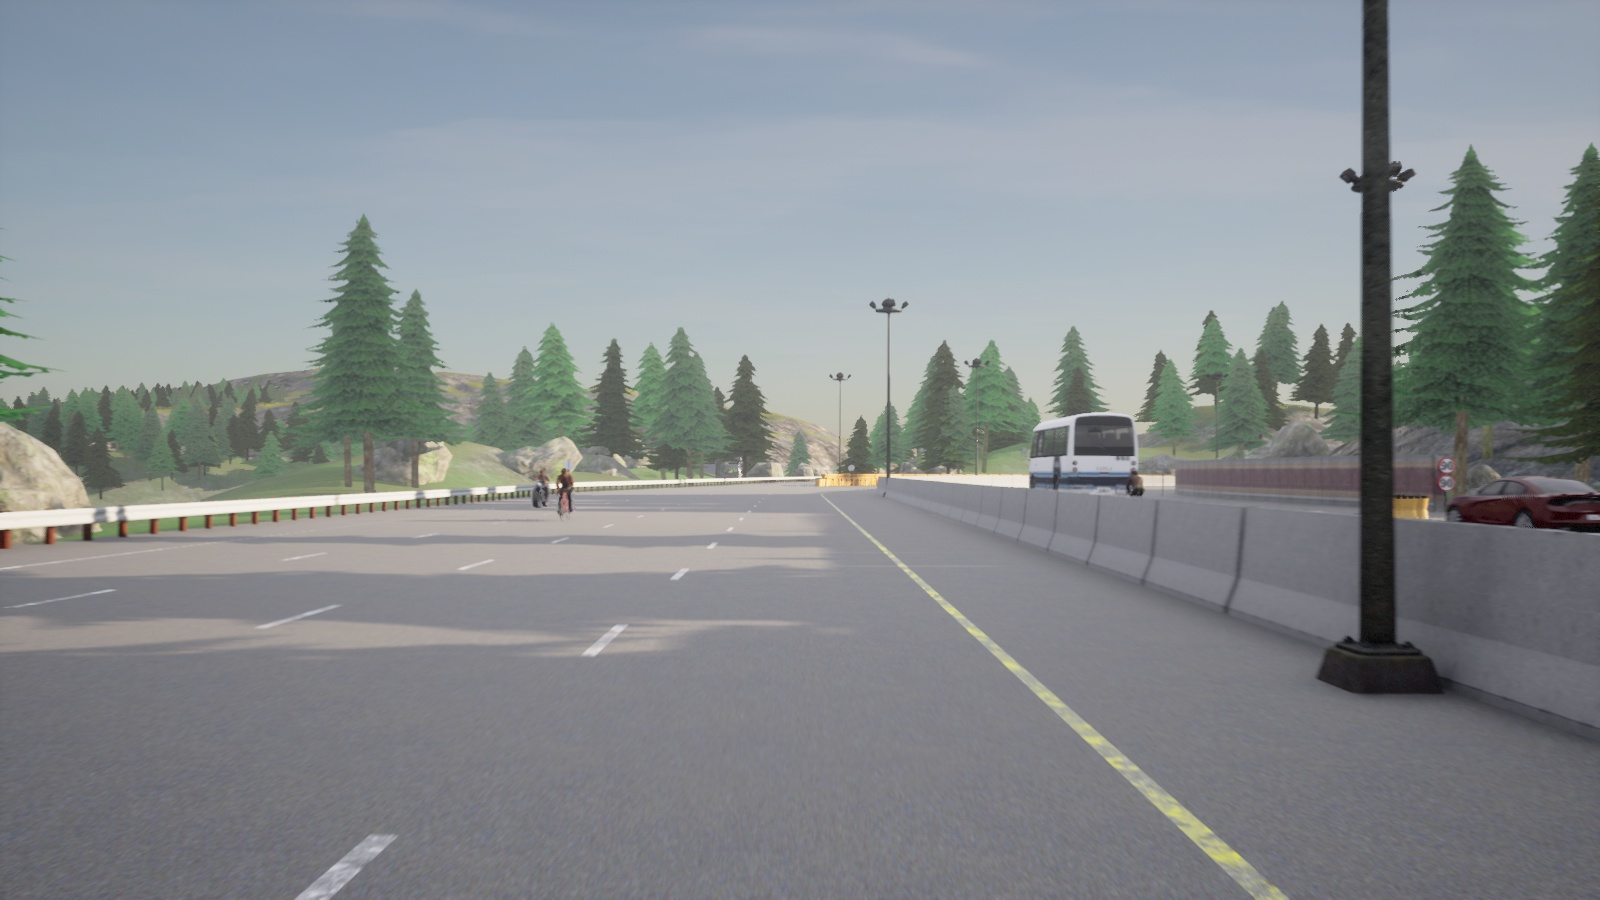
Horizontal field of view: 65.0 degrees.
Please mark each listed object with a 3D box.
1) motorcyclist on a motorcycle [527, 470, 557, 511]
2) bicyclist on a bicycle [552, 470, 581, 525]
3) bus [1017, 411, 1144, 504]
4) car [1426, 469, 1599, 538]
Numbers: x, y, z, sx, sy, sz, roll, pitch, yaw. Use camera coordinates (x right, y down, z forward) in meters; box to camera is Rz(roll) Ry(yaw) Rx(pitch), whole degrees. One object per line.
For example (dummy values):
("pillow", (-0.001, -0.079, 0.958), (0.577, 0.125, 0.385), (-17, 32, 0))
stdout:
("motorcyclist on a motorcycle", (-10.693, 1.675, 52.080), (0.766, 1.649, 2.350), (0, -1, 0))
("bicyclist on a bicycle", (-7.122, 1.433, 38.277), (0.582, 1.620, 1.656), (0, -1, 0))
("bus", (13.748, 0.427, 62.706), (3.944, 4.253, 10.273), (0, -1, 0))
("car", (17.419, 1.230, 30.514), (1.882, 1.535, 5.008), (0, -1, 0))
